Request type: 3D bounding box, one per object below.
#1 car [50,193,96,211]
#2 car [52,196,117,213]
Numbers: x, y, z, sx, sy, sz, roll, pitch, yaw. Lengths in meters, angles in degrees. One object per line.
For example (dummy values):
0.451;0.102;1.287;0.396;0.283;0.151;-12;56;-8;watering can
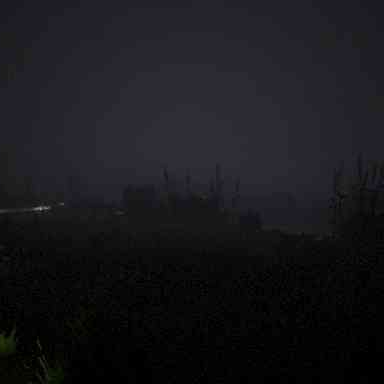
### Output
-10.527;0.961;30.377;2.097;1.767;4.553;0;3;40;car
-8.477;1.263;27.124;1.895;1.301;4.718;0;3;41;car
